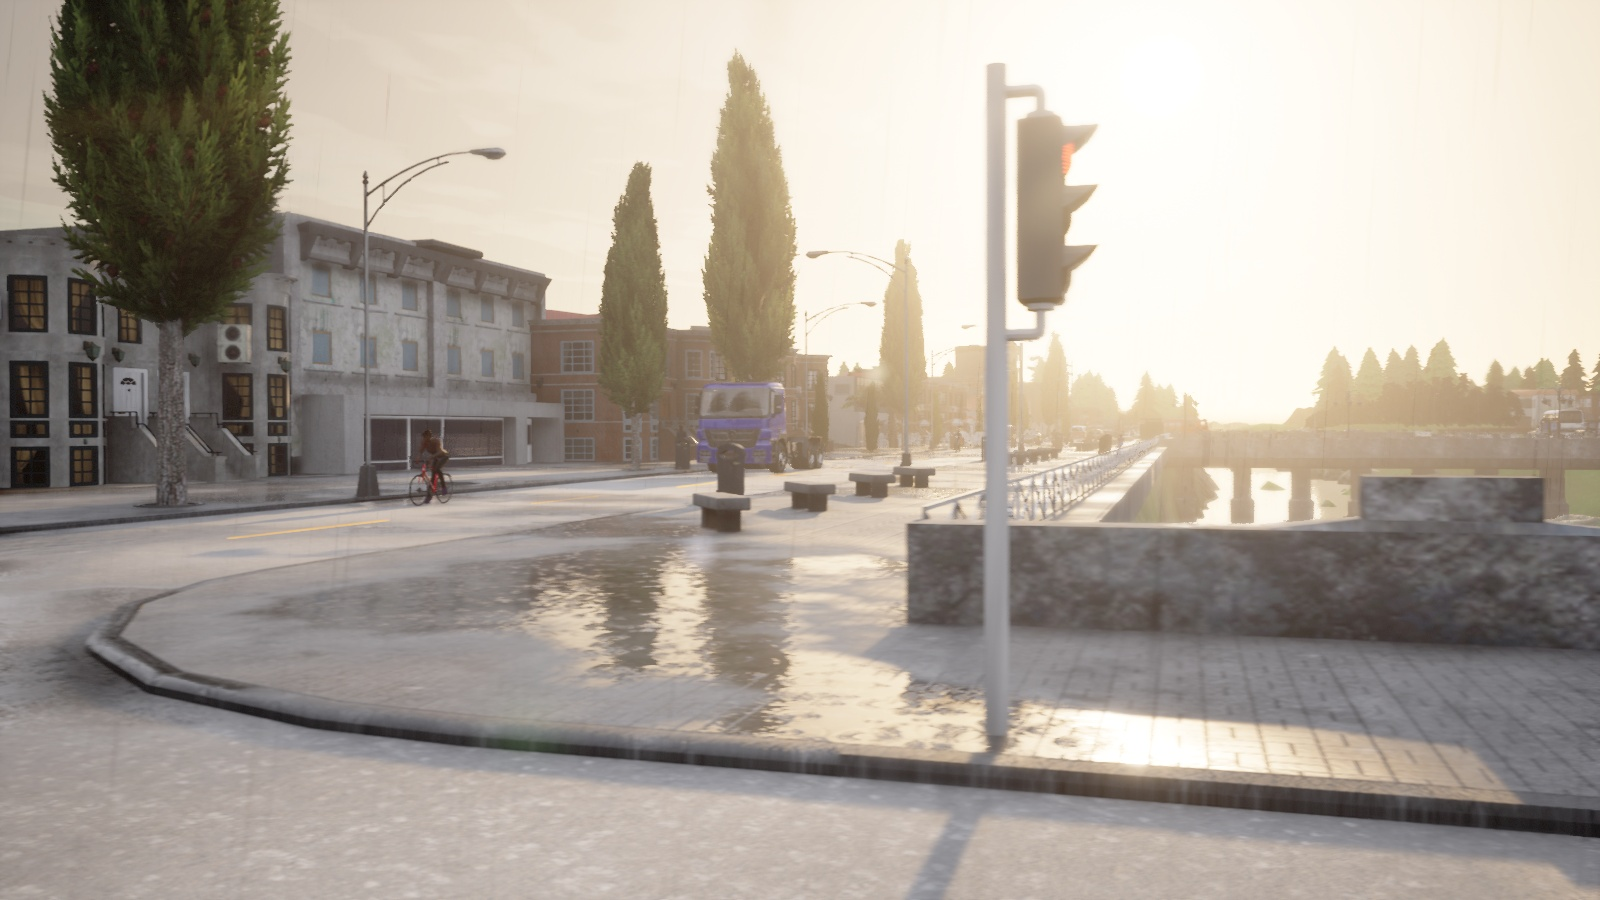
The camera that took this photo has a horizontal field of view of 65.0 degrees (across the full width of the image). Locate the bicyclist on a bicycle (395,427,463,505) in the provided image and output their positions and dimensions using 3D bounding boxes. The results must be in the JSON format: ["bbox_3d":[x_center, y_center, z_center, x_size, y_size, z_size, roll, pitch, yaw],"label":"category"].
[{"bbox_3d":[-8.010,0.325,27.177,0.582,1.620,1.656,0,1,17],"label":"bicyclist on a bicycle"}]

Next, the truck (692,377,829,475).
[{"bbox_3d":[-1.345,-0.922,48.840,2.891,3.462,7.936,0,1,17],"label":"truck"}]
